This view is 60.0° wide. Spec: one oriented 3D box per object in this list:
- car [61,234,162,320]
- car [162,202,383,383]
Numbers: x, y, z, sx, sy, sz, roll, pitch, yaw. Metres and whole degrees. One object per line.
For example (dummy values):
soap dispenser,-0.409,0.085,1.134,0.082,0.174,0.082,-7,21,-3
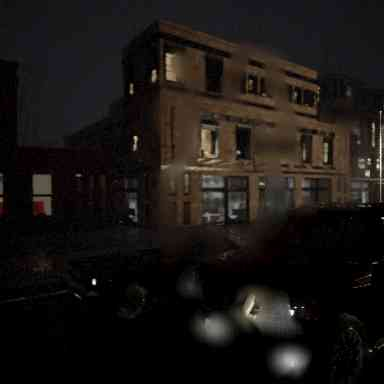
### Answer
car,-0.320,1.602,7.449,4.718,1.301,1.895,0,0,-35
car,2.495,1.222,5.466,5.566,2.045,2.150,0,0,-35
